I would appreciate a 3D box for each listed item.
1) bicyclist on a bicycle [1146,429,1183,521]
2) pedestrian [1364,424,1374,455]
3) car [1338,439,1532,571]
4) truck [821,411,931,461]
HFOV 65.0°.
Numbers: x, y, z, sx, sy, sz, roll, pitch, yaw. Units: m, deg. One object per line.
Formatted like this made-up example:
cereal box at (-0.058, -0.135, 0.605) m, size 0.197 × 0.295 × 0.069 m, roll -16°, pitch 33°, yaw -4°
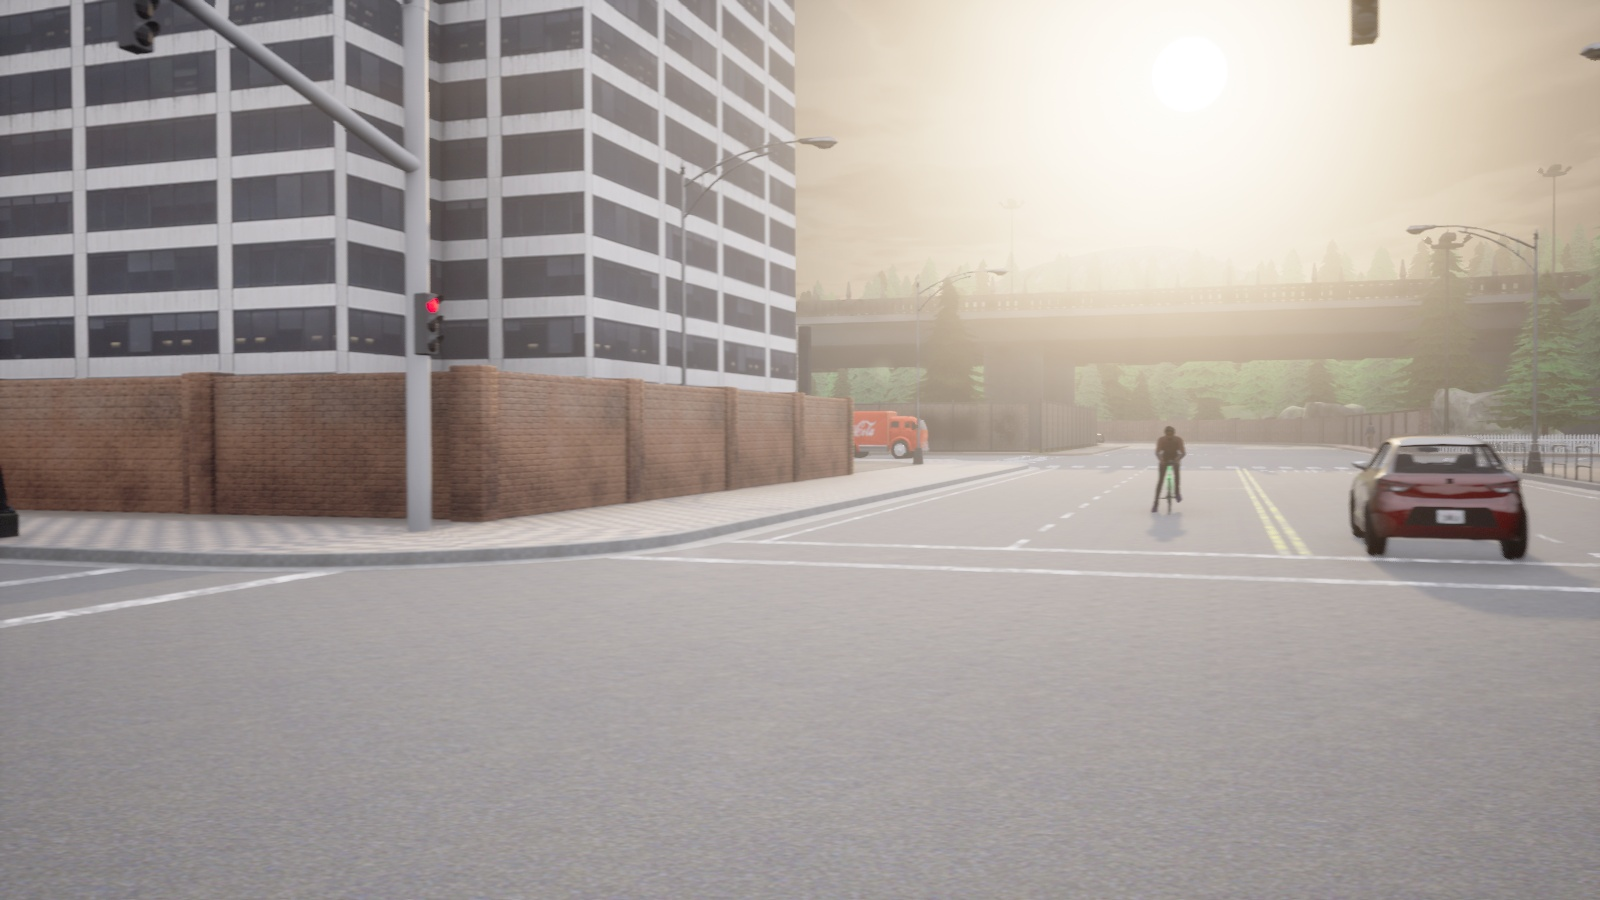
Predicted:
bicyclist on a bicycle at (6.778, 0.432, 23.298) m, size 0.582 × 1.620 × 1.656 m, roll 1°, pitch 1°, yaw 18°
pedestrian at (36.907, -0.681, 81.448) m, size 0.423 × 1.949 × 0.788 m, roll 0°, pitch 1°, yaw 17°
car at (8.228, 0.605, 16.616) m, size 1.816 × 1.474 × 4.193 m, roll 1°, pitch 1°, yaw 20°
truck at (3.950, -0.741, 65.030) m, size 5.204 × 2.467 × 2.627 m, roll 0°, pitch 1°, yaw 19°
